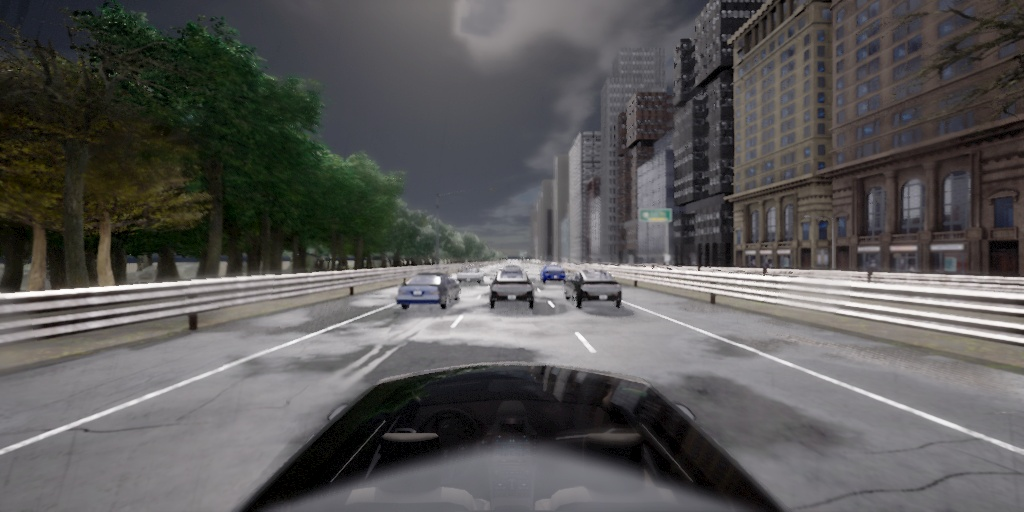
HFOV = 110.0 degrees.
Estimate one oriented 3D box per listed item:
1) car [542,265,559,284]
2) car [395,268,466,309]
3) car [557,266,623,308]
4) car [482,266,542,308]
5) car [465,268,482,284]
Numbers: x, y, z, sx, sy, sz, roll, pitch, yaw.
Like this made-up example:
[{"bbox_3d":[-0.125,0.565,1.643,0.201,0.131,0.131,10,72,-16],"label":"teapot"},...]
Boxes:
[{"bbox_3d":[3.501,1.544,31.307,1.882,1.535,5.008,0,0,0],"label":"car"},{"bbox_3d":[-3.501,1.441,15.823,2.033,1.411,5.357,0,-1,0],"label":"car"},{"bbox_3d":[3.502,1.390,16.139,2.128,1.511,4.902,0,-1,0],"label":"car"},{"bbox_3d":[0.003,1.390,16.131,2.128,1.511,4.902,0,-1,0],"label":"car"},{"bbox_3d":[-3.503,1.662,30.942,1.895,1.301,4.718,0,-1,0],"label":"car"}]
